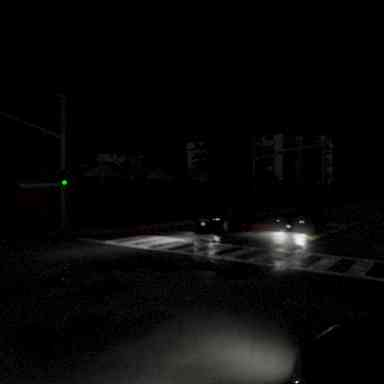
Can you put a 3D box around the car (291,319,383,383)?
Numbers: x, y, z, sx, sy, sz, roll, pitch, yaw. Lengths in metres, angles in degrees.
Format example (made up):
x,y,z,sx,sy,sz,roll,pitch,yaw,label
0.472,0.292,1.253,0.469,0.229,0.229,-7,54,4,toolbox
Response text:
x,y,z,sx,sy,sz,roll,pitch,yaw,label
3.037,1.506,1.825,4.892,1.490,1.837,0,0,36,car

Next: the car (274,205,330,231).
x,y,z,sx,sy,sz,roll,pitch,yaw,label
7.039,1.547,20.801,2.033,1.411,5.357,0,0,38,car

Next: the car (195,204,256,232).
x,y,z,sx,sy,sz,roll,pitch,yaw,label
2.103,1.490,20.144,2.128,1.511,4.902,0,0,38,car
